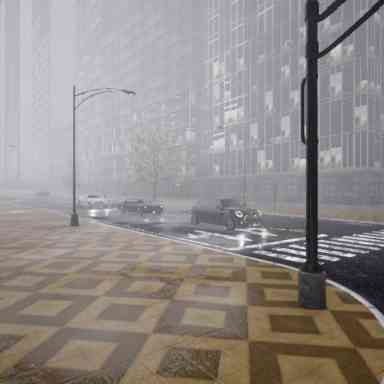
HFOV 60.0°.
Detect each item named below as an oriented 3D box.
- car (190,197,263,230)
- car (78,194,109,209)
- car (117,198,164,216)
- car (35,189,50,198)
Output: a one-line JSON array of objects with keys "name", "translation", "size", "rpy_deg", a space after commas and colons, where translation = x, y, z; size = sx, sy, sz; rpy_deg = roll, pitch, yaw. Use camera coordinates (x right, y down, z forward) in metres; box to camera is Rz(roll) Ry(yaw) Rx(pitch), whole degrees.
[{"name": "car", "translation": [1.906, 1.104, 19.216], "size": [2.097, 1.767, 4.553], "rpy_deg": [0, 1, -38]}, {"name": "car", "translation": [-10.501, 0.910, 34.966], "size": [1.812, 1.442, 4.674], "rpy_deg": [0, 1, -38]}, {"name": "car", "translation": [-4.254, 1.171, 27.019], "size": [1.895, 1.301, 4.718], "rpy_deg": [0, 1, -38]}, {"name": "car", "translation": [-28.602, 0.236, 63.592], "size": [1.882, 1.535, 5.008], "rpy_deg": [0, 1, -38]}]
